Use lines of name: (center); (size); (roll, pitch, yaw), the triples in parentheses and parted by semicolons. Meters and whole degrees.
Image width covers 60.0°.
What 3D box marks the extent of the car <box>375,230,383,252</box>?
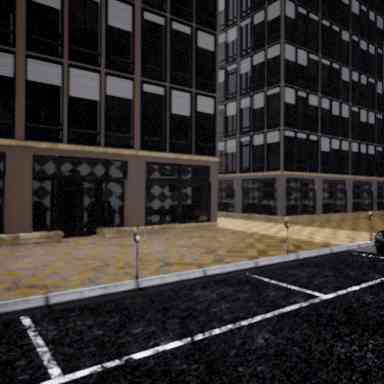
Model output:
car: (8.809, 1.598, 12.831); (4.313, 1.339, 1.947); (0, 0, -35)
